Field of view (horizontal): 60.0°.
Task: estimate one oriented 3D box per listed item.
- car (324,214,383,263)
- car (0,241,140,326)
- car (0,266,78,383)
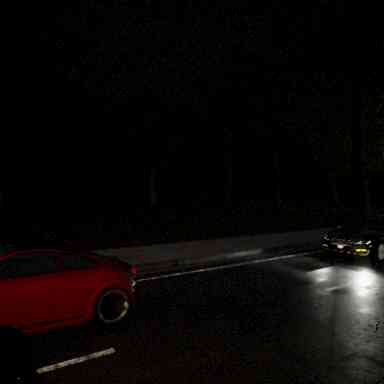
[{"bbox_3d":[6.984,1.618,12.647,4.892,1.490,1.837,1,0,-36],"label":"car"},{"bbox_3d":[-2.994,1.571,5.545,4.181,1.385,1.994,1,0,-36],"label":"car"},{"bbox_3d":[-3.156,1.511,1.432,4.674,1.442,1.812,1,0,-35],"label":"car"}]
